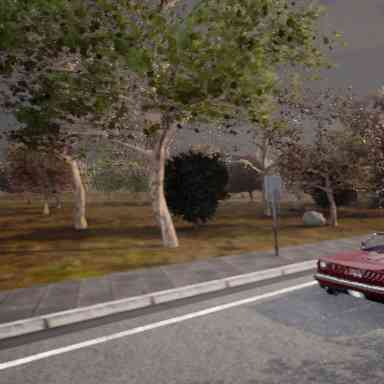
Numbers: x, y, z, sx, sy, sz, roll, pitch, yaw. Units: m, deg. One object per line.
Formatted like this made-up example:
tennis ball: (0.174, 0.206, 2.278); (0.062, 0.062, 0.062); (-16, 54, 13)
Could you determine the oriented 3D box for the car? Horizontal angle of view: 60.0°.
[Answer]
car: (4.825, 1.564, 7.412); (4.718, 1.301, 1.895); (0, 0, -35)
